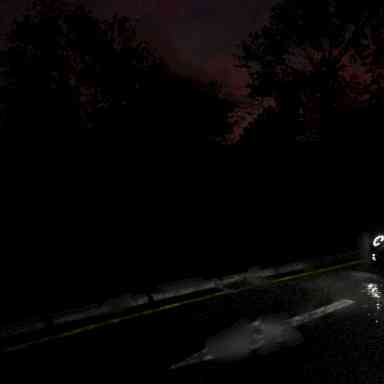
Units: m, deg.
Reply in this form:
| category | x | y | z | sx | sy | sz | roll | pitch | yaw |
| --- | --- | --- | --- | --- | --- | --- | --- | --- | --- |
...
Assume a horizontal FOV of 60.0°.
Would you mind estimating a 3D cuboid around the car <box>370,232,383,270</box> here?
| category | x | y | z | sx | sy | sz | roll | pitch | yaw |
| --- | --- | --- | --- | --- | --- | --- | --- | --- | --- |
| car | 7.230 | 1.349 | 9.810 | 4.553 | 1.767 | 2.097 | -1 | 0 | -36 |
